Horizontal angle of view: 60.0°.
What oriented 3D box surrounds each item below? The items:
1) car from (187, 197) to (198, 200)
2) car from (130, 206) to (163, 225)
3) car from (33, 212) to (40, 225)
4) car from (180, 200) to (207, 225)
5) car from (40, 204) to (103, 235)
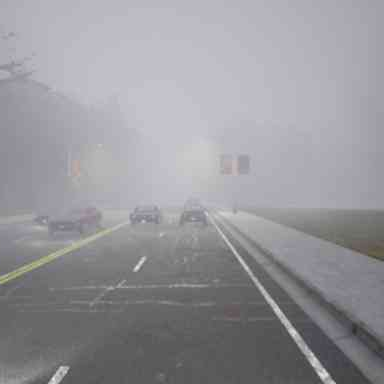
[{"bbox_3d":[0.075,1.461,42.180,2.097,1.767,4.553,0,0,0],"label":"car"},{"bbox_3d":[-3.164,1.629,24.008,1.895,1.301,4.718,0,0,0],"label":"car"},{"bbox_3d":[-9.814,1.577,24.930,2.033,1.411,5.357,0,0,0],"label":"car"},{"bbox_3d":[0.081,1.554,23.965,1.812,1.442,4.674,0,0,0],"label":"car"},{"bbox_3d":[-6.593,1.499,19.289,1.882,1.535,5.008,0,0,0],"label":"car"}]
